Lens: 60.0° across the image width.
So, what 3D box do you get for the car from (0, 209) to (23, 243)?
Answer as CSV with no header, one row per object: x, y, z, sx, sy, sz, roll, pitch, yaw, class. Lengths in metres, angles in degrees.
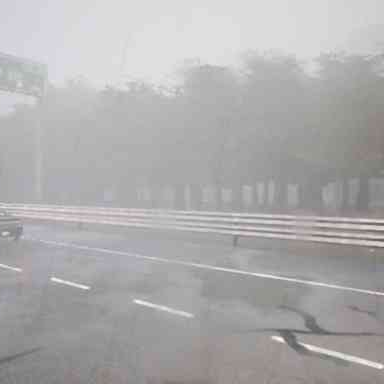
-9.560,1.490,15.014,4.902,1.511,2.128,0,0,36,car
